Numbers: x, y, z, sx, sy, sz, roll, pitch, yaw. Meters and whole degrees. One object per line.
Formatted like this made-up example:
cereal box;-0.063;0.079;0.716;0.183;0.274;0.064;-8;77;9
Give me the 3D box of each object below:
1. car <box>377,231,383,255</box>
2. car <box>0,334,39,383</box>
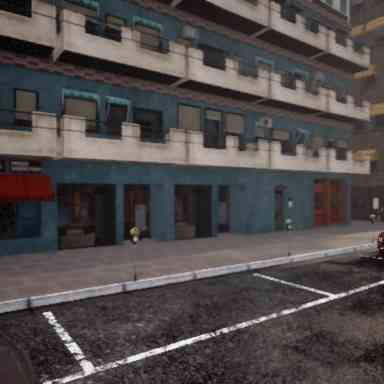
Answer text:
car;8.951;1.703;12.957;4.507;1.381;1.887;1;-1;-35
car;-3.272;1.523;1.042;5.357;1.411;2.033;1;0;-35
